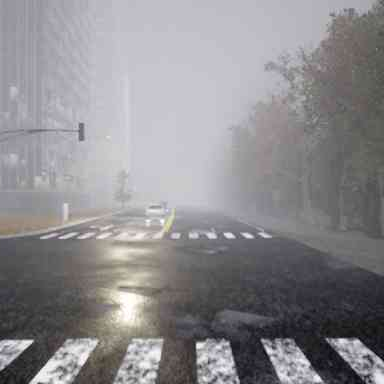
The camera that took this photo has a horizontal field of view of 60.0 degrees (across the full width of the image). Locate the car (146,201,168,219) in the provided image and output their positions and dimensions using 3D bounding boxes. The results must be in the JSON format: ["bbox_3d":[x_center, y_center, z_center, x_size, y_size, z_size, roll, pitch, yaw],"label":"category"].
[{"bbox_3d":[-3.813,2.020,35.193,1.812,1.442,4.674,0,-1,-2],"label":"car"}]

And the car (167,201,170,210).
[{"bbox_3d":[-4.852,2.300,57.543,1.837,1.490,4.892,0,-1,-3],"label":"car"}]
